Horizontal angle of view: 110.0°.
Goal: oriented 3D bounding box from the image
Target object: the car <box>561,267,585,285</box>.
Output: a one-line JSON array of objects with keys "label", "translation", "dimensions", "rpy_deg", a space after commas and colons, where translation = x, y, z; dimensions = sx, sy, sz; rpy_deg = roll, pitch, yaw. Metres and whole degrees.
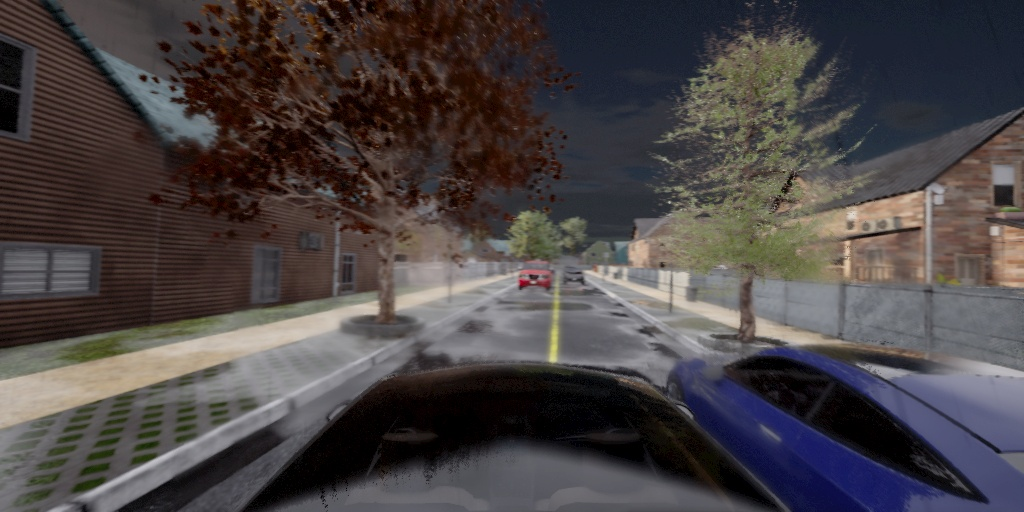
[{"label": "car", "translation": [5.723, 1.849, 33.380], "dimensions": [2.128, 1.511, 4.902], "rpy_deg": [2, -1, 8]}]

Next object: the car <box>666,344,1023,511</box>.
[{"label": "car", "translation": [2.581, 1.361, 2.502], "dimensions": [1.812, 1.442, 4.674], "rpy_deg": [2, -1, 7]}]

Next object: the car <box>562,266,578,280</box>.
[{"label": "car", "translation": [7.093, 2.061, 44.356], "dimensions": [1.837, 1.490, 4.892], "rpy_deg": [2, 0, 8]}]

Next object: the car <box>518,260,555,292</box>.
[{"label": "car", "translation": [1.736, 1.350, 25.425], "dimensions": [2.150, 2.045, 5.566], "rpy_deg": [2, -1, 7]}]
